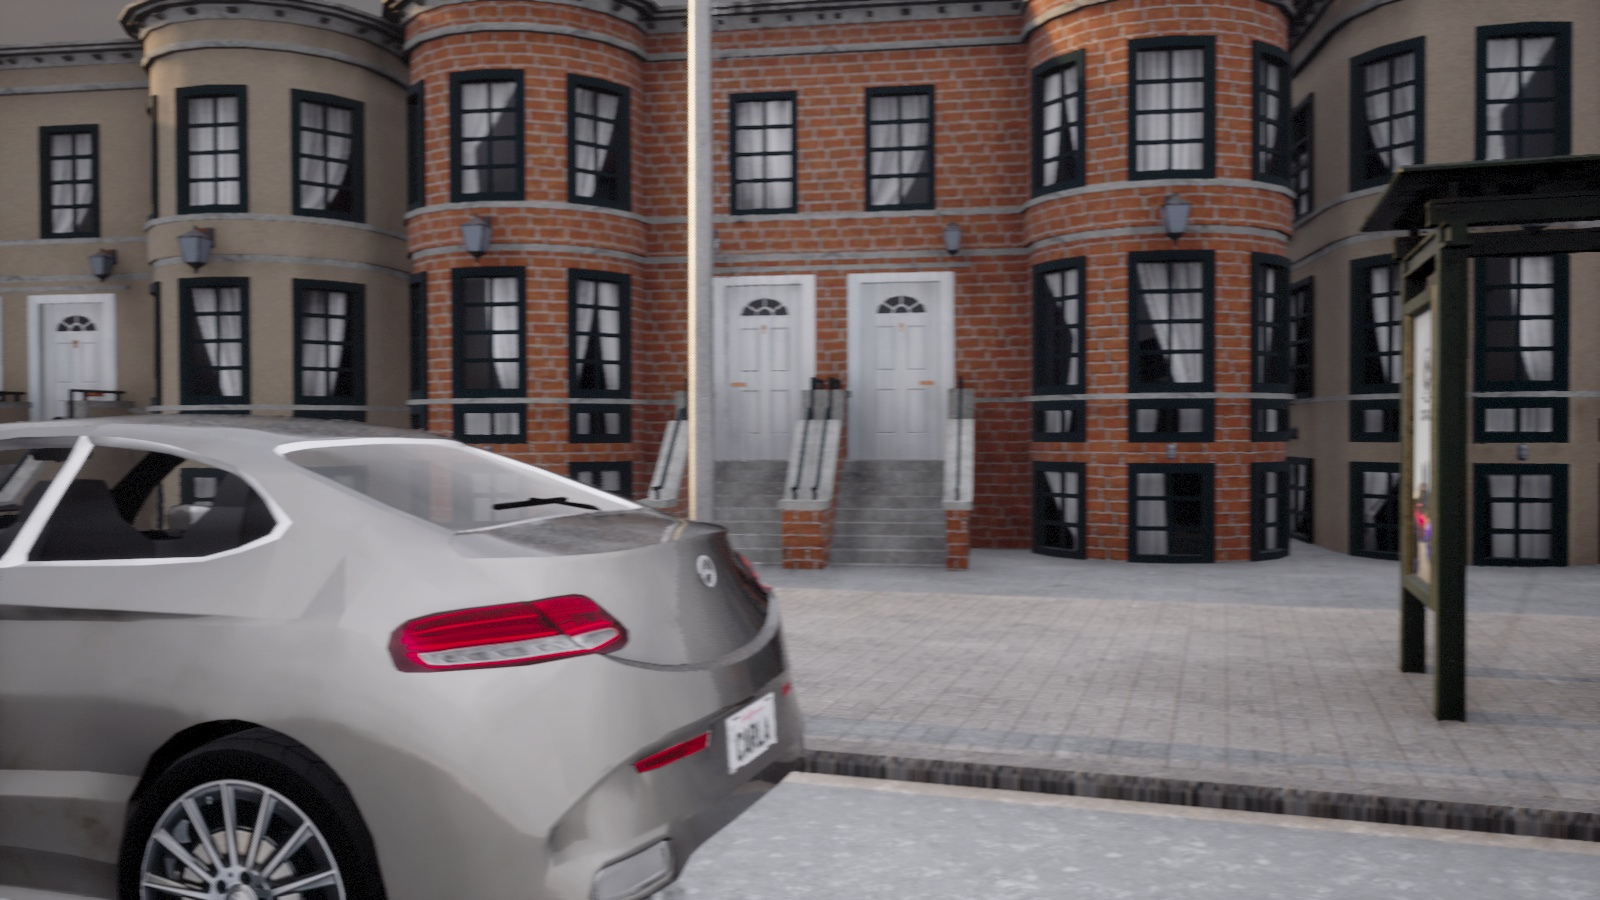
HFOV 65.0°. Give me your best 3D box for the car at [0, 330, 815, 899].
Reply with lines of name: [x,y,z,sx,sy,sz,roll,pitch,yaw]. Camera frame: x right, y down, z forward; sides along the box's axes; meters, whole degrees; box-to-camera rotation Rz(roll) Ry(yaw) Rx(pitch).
car: [-2.668,0.521,4.616,5.027,1.651,2.152,1,1,18]
